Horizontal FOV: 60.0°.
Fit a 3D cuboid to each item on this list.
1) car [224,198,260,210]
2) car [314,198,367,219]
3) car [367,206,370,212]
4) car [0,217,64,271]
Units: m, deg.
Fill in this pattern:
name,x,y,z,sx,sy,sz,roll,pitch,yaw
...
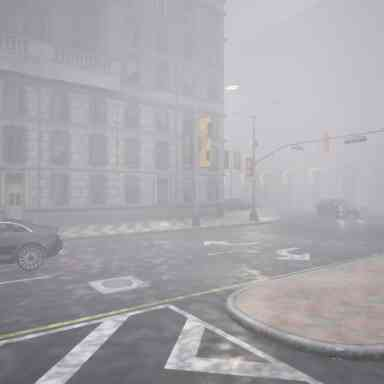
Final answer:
name,x,y,z,sx,sy,sz,roll,pitch,yaw
car,5.731,1.547,42.793,2.033,1.411,5.357,0,0,-36
car,12.651,1.352,28.980,2.097,1.767,4.553,0,0,-7
car,15.987,1.548,35.677,2.033,1.411,5.357,0,0,-44
car,-6.229,1.491,9.380,4.902,1.511,2.128,0,0,-35
